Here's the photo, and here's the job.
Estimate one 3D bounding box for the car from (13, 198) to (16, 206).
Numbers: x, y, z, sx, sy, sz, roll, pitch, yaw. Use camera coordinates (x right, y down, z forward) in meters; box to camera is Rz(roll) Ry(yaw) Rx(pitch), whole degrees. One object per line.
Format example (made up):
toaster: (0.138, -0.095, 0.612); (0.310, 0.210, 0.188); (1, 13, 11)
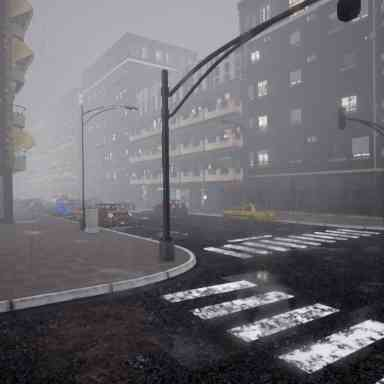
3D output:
car: (-31.600, 1.783, 59.956); (1.887, 1.381, 4.507); (-1, 1, -36)

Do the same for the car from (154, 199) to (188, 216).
car: (-2.233, 1.441, 33.336); (1.967, 1.590, 4.097); (-1, 1, -36)

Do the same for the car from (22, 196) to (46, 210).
car: (-21.935, 1.628, 46.456); (1.967, 1.590, 4.097); (-1, 1, -36)

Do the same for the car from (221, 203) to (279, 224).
car: (4.113, 1.498, 24.477); (1.752, 1.417, 4.829); (-1, 1, -36)

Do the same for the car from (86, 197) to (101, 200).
car: (-15.122, 1.502, 51.334); (1.967, 1.590, 4.097); (-1, 1, -36)

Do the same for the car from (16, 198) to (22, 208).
car: (-25.155, 1.770, 50.956); (1.947, 1.339, 4.313); (-1, 1, -36)

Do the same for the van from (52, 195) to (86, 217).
van: (-12.270, 1.483, 32.957); (1.690, 1.788, 3.998); (-1, 1, -36)

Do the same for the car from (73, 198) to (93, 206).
car: (-18.343, 1.644, 55.835); (1.947, 1.339, 4.313); (-1, 1, -36)

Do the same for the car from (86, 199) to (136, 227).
car: (-5.824, 1.553, 23.960); (1.967, 1.590, 4.097); (-1, 1, -36)

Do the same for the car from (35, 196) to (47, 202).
car: (-37.676, 1.728, 82.832); (1.887, 1.381, 4.507); (-1, 1, -36)

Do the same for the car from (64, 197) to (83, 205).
car: (-21.565, 1.646, 60.334); (2.008, 1.369, 4.403); (-1, 1, -36)

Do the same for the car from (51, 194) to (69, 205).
car: (-22.652, 1.351, 57.395); (2.150, 2.045, 5.566); (-1, 1, -36)

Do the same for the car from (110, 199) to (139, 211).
car: (-8.676, 1.582, 42.336); (2.008, 1.369, 4.403); (-1, 1, -36)

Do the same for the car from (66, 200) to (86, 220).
car: (-8.946, 1.652, 28.321); (1.752, 1.417, 4.829); (-1, 1, -36)
